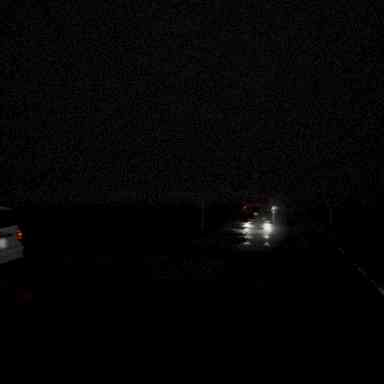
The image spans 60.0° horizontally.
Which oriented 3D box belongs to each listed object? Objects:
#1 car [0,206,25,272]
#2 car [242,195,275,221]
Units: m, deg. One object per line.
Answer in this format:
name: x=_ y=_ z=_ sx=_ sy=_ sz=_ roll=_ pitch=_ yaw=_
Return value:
car: x=-7.496 y=1.414 z=9.301 sx=5.566 sy=2.045 sz=2.150 roll=-1 pitch=1 yaw=15
car: x=5.562 y=1.297 z=27.951 sx=2.150 sy=2.045 sz=5.566 roll=0 pitch=0 yaw=15
